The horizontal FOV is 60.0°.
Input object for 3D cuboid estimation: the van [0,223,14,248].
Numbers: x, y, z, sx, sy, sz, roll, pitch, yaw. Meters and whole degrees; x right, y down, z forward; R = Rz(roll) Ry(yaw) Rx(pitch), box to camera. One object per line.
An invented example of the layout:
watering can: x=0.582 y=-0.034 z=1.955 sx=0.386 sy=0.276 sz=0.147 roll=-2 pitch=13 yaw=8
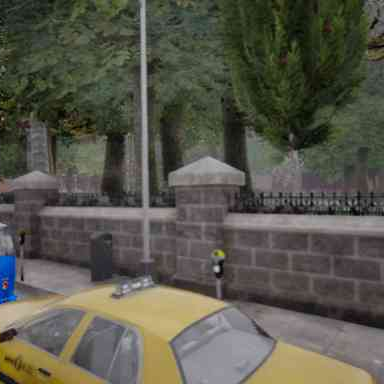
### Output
van: x=-5.072 y=1.380 z=6.467 sx=3.998 sy=1.788 sz=1.690 roll=0 pitch=-1 yaw=36

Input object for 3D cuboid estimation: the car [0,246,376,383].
car: x=-0.784 y=1.538 z=3.386 sx=4.829 sy=1.417 sz=1.752 roll=0 pitch=-1 yaw=36
